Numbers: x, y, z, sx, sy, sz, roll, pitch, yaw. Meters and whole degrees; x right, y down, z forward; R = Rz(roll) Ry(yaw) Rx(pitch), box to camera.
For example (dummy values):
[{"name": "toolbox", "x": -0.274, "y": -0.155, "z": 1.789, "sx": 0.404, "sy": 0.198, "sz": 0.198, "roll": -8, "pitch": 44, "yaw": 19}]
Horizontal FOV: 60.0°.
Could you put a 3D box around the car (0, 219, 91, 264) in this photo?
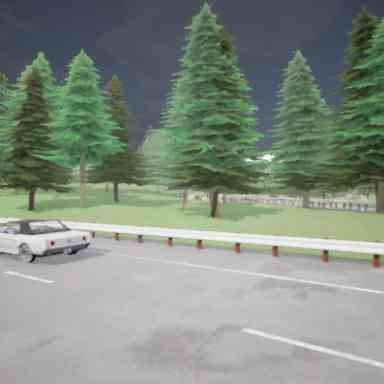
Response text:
[{"name": "car", "x": -5.905, "y": 1.622, "z": 11.937, "sx": 4.718, "sy": 1.301, "sz": 1.895, "roll": 0, "pitch": 0, "yaw": 32}]
